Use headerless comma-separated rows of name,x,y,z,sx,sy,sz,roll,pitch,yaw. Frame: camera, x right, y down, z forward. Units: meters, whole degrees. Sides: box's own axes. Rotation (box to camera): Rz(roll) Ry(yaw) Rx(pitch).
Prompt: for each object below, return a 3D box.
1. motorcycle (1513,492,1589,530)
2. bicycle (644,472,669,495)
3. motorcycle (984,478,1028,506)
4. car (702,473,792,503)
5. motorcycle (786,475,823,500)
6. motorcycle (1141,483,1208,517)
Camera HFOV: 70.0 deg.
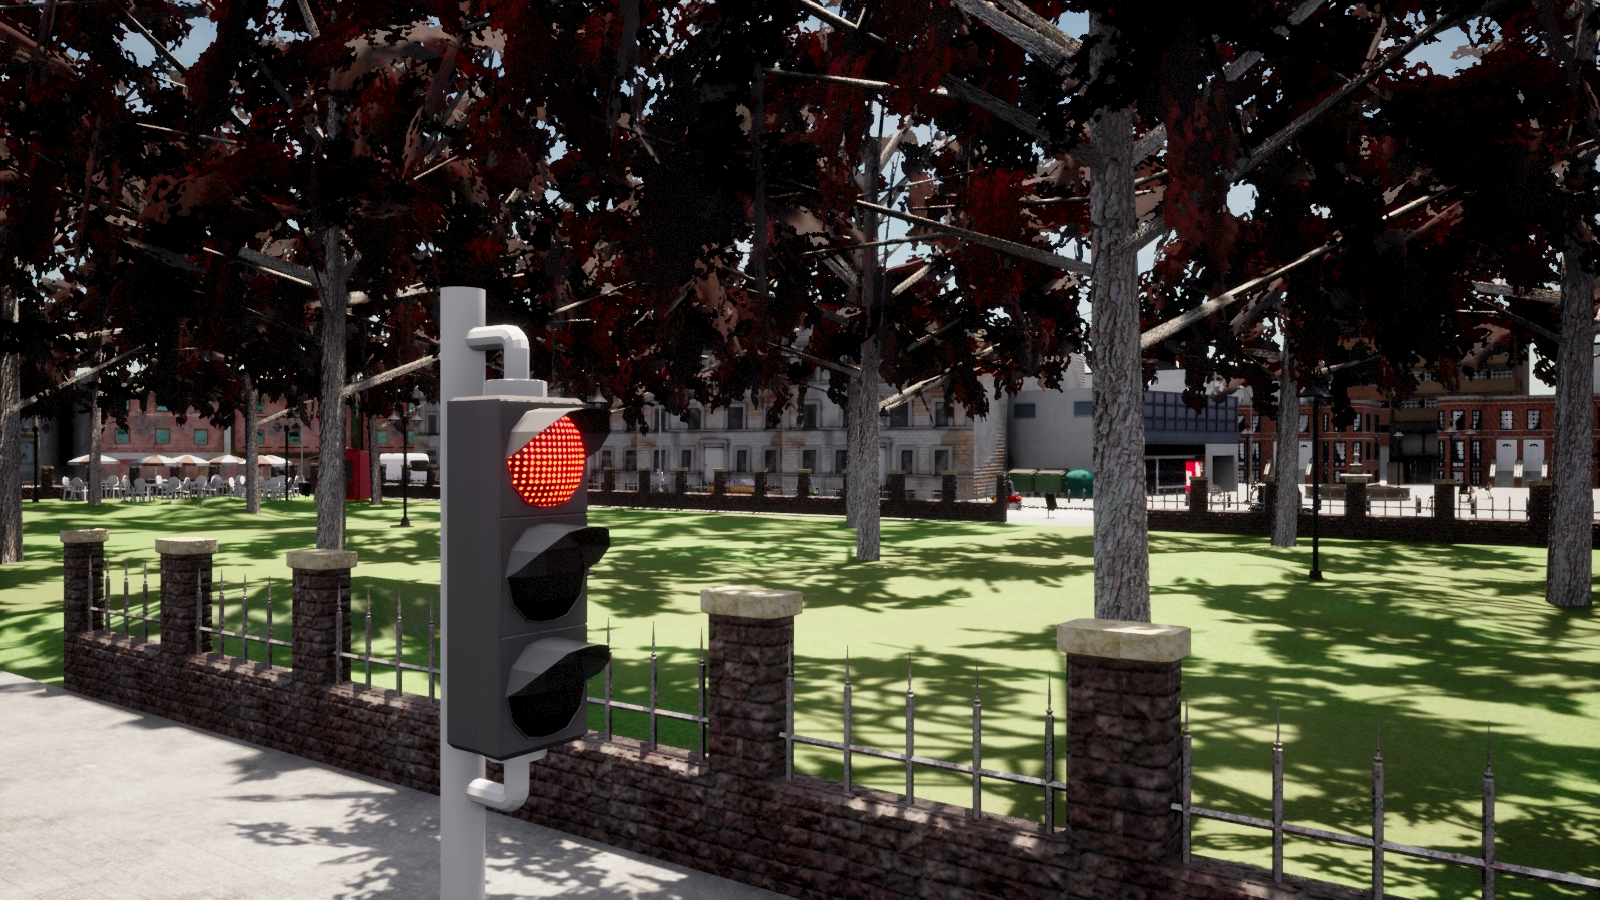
motorcycle,24.644,1.992,37.503,2.033,1.145,0.803,0,0,36
bicycle,-8.357,1.935,66.441,1.643,1.296,0.373,1,0,36
motorcycle,9.604,1.961,53.364,1.805,1.236,0.856,1,0,36
car,-2.696,1.898,57.386,4.181,1.385,1.994,0,0,36
motorcycle,0.247,1.962,60.169,1.805,1.236,0.856,0,0,36
motorcycle,14.653,1.949,44.774,2.356,1.277,0.764,-1,0,36
